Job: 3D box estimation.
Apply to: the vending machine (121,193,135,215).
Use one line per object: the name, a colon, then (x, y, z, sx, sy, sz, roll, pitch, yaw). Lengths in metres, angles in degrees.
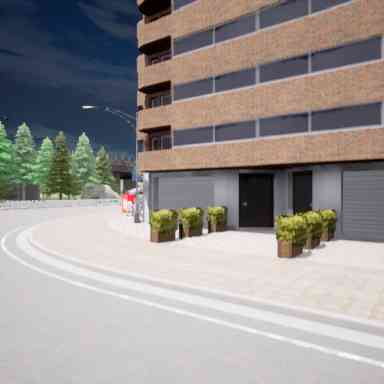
vending machine: (-6.403, 1.177, 33.399, 1.100, 2.100, 0.880, 0, 0, 23)
